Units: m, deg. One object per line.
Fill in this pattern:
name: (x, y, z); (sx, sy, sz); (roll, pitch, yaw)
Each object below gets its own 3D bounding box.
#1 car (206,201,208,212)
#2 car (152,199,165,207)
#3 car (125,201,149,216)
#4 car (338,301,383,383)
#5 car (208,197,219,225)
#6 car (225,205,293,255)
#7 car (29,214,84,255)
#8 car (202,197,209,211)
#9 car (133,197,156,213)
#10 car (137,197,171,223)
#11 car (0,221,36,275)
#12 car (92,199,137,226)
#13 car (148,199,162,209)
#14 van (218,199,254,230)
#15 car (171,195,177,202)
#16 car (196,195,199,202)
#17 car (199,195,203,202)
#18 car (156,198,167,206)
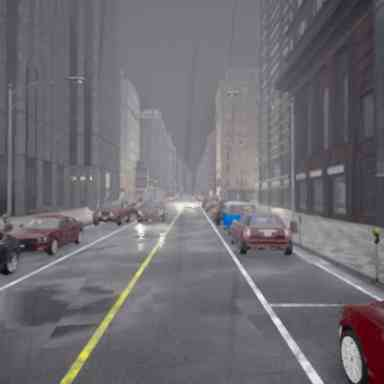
car: (2.665, 1.734, 30.534); (2.008, 1.369, 4.403); (1, 0, 0)
car: (-5.870, 1.904, 58.662); (1.887, 1.381, 4.507); (1, 0, 0)
car: (-5.862, 1.763, 36.163); (1.887, 1.381, 4.507); (1, 0, 0)
car: (2.675, 1.560, 2.414); (1.887, 1.381, 4.507); (1, 0, 0)
car: (2.669, 1.464, 24.911); (2.192, 1.841, 5.009); (1, 0, 0)
car: (2.672, 1.521, 13.662); (1.967, 1.590, 4.097); (1, 0, 0)
car: (-5.855, 1.626, 13.666); (1.887, 1.381, 4.507); (1, 0, 0)
car: (2.663, 1.693, 41.783); (1.967, 1.590, 4.097); (1, 0, 0)
car: (-5.862, 1.568, 41.790); (2.192, 1.841, 5.009); (1, 0, 0)
car: (-3.107, 1.513, 26.977); (2.097, 1.767, 4.553); (0, 0, 0)
car: (-5.853, 1.614, 8.042); (1.947, 1.339, 4.313); (1, 0, 0)
car: (-5.856, 1.464, 24.916); (2.192, 1.841, 5.009); (1, 0, 0)
car: (-5.867, 1.848, 52.867); (1.752, 1.417, 4.829); (1, 0, 0)
van: (2.671, 1.456, 19.287); (1.690, 1.788, 3.998); (1, 0, 0)
car: (-5.880, 2.109, 91.305); (1.887, 1.381, 4.507); (1, 0, 0)
car: (2.645, 2.147, 91.299); (1.802, 1.307, 4.206); (1, 0, 0)
car: (2.660, 1.639, 53.033); (2.192, 1.841, 5.009); (1, 0, 0)
car: (-5.871, 1.919, 64.116); (1.752, 1.417, 4.829); (1, 0, 0)
